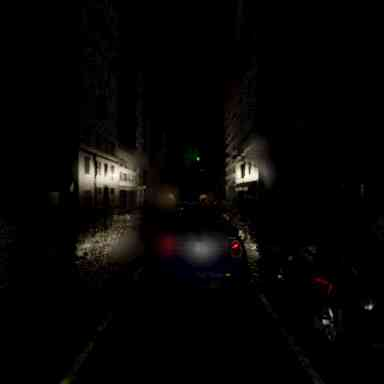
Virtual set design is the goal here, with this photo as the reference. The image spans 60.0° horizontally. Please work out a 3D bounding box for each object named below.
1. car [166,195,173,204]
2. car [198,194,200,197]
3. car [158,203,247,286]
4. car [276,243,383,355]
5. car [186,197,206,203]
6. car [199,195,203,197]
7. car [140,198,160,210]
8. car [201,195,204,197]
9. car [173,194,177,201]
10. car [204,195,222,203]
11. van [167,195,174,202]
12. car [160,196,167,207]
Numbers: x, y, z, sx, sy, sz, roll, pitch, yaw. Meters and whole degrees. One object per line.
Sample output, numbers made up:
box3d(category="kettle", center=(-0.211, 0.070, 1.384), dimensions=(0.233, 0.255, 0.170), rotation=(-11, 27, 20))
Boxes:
box3d(category="car", center=(-5.589, 1.695, 70.073), dimensions=(1.752, 1.417, 4.829), rotation=(0, 0, 0))
box3d(category="car", center=(2.945, 1.635, 75.642), dimensions=(1.967, 1.590, 4.097), rotation=(0, 0, 0))
box3d(category="car", center=(0.400, 1.363, 9.689), dimensions=(2.097, 1.767, 4.553), rotation=(0, 0, 5))
box3d(category="car", center=(2.855, 1.572, 6.098), dimensions=(1.947, 1.339, 4.313), rotation=(0, 0, 0))
box3d(category="car", center=(0.104, 1.569, 31.504), dimensions=(1.882, 1.535, 5.008), rotation=(0, 0, 0))
box3d(category="car", center=(2.926, 1.588, 64.824), dimensions=(1.967, 1.590, 4.097), rotation=(0, 0, 0))
box3d(category="car", center=(-5.637, 1.661, 43.201), dimensions=(1.802, 1.307, 4.206), rotation=(0, 0, 0))
box3d(category="car", center=(2.908, 1.660, 54.006), dimensions=(2.008, 1.369, 4.403), rotation=(0, 0, 0))
box3d(category="car", center=(-5.571, 1.537, 81.061), dimensions=(2.192, 1.841, 5.009), rotation=(0, 0, 0))
box3d(category="car", center=(2.888, 1.518, 43.188), dimensions=(1.967, 1.590, 4.097), rotation=(0, 0, 0))
box3d(category="van", center=(-5.561, 1.592, 86.470), dimensions=(1.690, 1.788, 3.998), rotation=(0, 0, 0))
box3d(category="car", center=(-5.617, 1.660, 54.018), dimensions=(2.008, 1.369, 4.403), rotation=(0, 0, 0))
